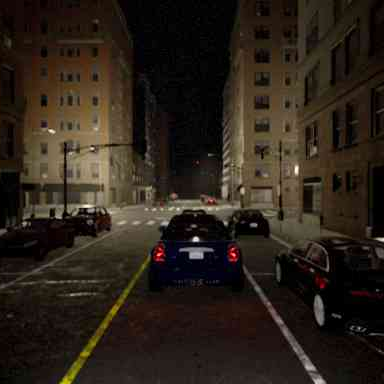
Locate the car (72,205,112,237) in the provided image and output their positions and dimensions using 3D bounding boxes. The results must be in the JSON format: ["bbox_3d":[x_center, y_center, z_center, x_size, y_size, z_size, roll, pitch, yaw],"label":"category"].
[{"bbox_3d":[-5.611,1.454,17.685,1.967,1.590,4.097,0,0,0],"label":"car"}]

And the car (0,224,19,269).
[{"bbox_3d":[-5.648,1.571,6.682,1.947,1.339,4.313,0,0,0],"label":"car"}]

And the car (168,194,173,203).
[{"bbox_3d":[-5.390,1.657,65.604,2.008,1.369,4.403,0,0,0],"label":"car"}]

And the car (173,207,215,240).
[{"bbox_3d":[0.105,1.578,17.729,1.994,1.385,4.181,0,0,1],"label":"car"}]

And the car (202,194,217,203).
[{"bbox_3d":[3.077,1.518,54.745,1.967,1.590,4.097,0,0,0],"label":"car"}]

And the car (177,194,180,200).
[{"bbox_3d":[-5.249,1.528,92.648,2.192,1.841,5.009,0,0,0],"label":"car"}]

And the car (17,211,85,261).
[{"bbox_3d":[-5.630,1.591,12.184,1.802,1.307,4.206,0,0,0],"label":"car"}]

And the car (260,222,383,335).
[{"bbox_3d":[2.877,1.556,6.653,2.008,1.369,4.403,0,0,0],"label":"car"}]

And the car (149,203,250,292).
[{"bbox_3d":[0.109,1.359,9.146,2.097,1.767,4.553,0,0,0],"label":"car"}]

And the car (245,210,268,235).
[{"bbox_3d":[2.915,1.580,17.655,1.947,1.339,4.313,0,0,0],"label":"car"}]

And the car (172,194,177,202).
[{"bbox_3d":[-5.306,1.688,81.660,1.752,1.417,4.829,0,0,0],"label":"car"}]

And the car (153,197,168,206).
[{"bbox_3d":[-5.448,1.660,54.788,1.802,1.307,4.206,0,0,0],"label":"car"}]

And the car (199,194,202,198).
[{"bbox_3d":[3.190,1.583,76.381,1.967,1.590,4.097,0,0,0],"label":"car"}]

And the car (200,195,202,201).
[{"bbox_3d":[3.135,1.657,65.563,2.008,1.369,4.403,0,0,0],"label":"car"}]
